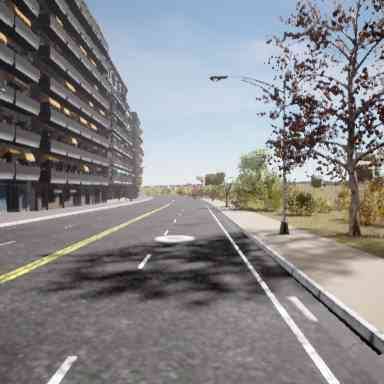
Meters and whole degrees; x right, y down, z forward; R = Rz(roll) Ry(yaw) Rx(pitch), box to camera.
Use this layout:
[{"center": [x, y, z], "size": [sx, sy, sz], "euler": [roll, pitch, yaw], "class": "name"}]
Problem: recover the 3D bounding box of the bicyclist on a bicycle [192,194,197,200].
[{"center": [0.905, 1.522, 90.587], "size": [0.866, 1.612, 1.509], "euler": [2, 1, -3], "class": "bicyclist on a bicycle"}]
